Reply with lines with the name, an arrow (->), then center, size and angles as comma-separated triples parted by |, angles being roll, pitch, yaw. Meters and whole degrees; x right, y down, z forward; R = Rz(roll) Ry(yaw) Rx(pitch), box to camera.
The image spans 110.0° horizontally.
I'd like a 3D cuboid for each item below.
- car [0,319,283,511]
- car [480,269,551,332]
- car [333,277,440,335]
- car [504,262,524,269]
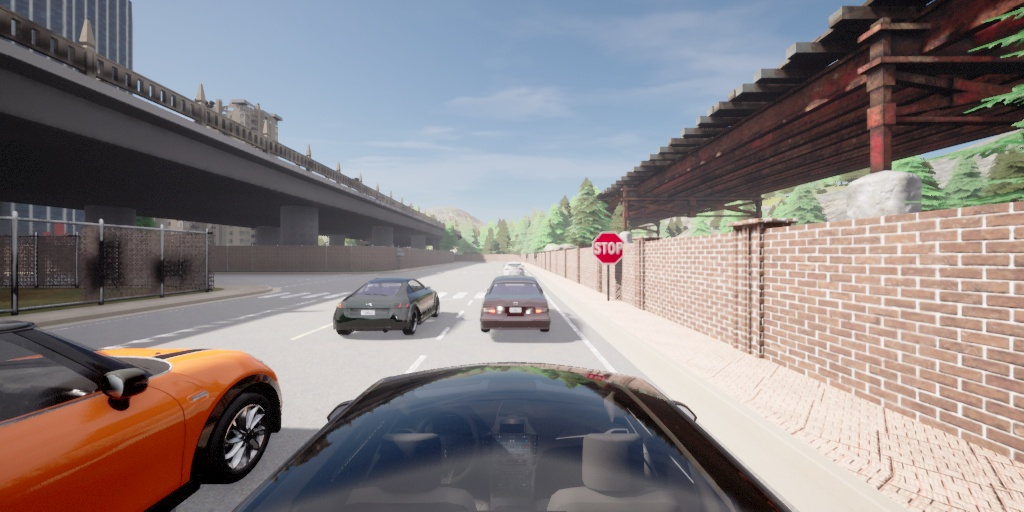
car -> -3.401, 1.102, 1.817 | 2.097, 1.767, 4.553 | 0, 0, 0
car -> 0.081, 1.297, 10.801 | 2.033, 1.411, 5.357 | 0, 0, 0
car -> -3.419, 1.313, 10.513 | 1.994, 1.385, 4.181 | 0, 0, 0
car -> 0.185, 1.275, 33.502 | 1.812, 1.442, 4.674 | 0, 0, 0
